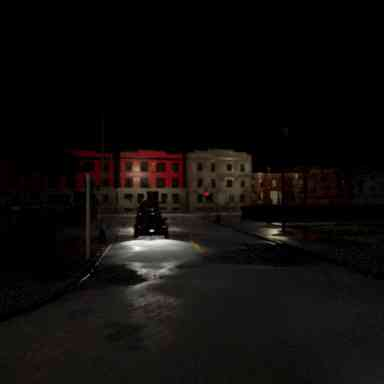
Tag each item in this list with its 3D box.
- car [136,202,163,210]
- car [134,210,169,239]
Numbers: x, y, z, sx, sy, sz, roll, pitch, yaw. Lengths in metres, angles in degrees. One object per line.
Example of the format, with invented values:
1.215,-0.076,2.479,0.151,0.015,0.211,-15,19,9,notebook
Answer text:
-3.978,1.924,31.081,2.150,2.045,5.566,0,-1,-8,car
-2.521,2.031,20.592,1.994,1.385,4.181,0,-1,-8,car
